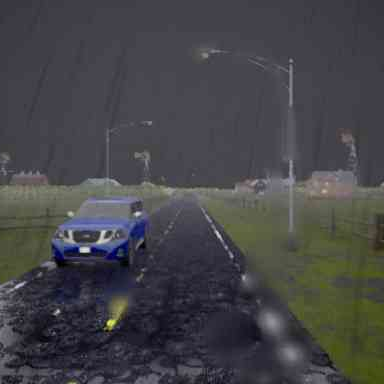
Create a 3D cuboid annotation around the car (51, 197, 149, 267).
[{"bbox_3d":[-2.854,1.205,11.670,2.150,2.045,5.566,0,0,0],"label":"car"}]
